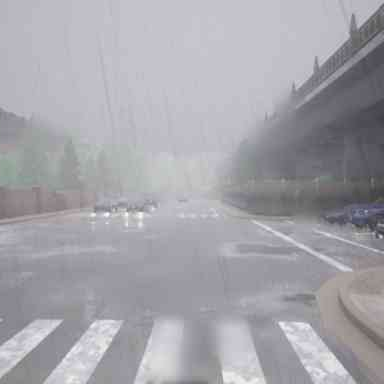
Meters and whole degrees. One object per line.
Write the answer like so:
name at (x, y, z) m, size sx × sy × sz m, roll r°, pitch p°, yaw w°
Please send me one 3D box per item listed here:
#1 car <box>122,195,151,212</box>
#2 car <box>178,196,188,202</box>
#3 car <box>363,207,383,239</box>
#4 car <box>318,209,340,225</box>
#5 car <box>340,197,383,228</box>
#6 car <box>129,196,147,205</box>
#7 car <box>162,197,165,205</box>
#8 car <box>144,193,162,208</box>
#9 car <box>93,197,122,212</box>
car at (-6.255, 1.472, 38.225) m, size 1.837 × 1.490 × 4.892 m, roll 0°, pitch 0°, yaw 1°
car at (-1.962, 1.495, 71.450) m, size 1.994 × 1.385 × 4.181 m, roll 0°, pitch 0°, yaw 1°
car at (9.572, 1.480, 12.549) m, size 4.902 × 1.511 × 2.128 m, roll 0°, pitch 0°, yaw 1°
car at (11.679, 1.527, 23.076) m, size 5.357 × 1.411 × 2.033 m, roll 0°, pitch 0°, yaw 1°
car at (12.134, 1.205, 19.573) m, size 5.566 × 2.045 × 2.150 m, roll 0°, pitch 0°, yaw 1°
car at (-9.317, 1.498, 57.526) m, size 2.033 × 1.411 × 5.357 m, roll 0°, pitch 0°, yaw 2°
car at (-5.801, 1.514, 58.050) m, size 1.994 × 1.385 × 4.181 m, roll 0°, pitch 0°, yaw 2°
car at (-6.052, 1.180, 48.078) m, size 2.150 × 2.045 × 5.566 m, roll 0°, pitch 0°, yaw 1°
car at (-9.762, 1.473, 37.922) m, size 1.837 × 1.490 × 4.892 m, roll 0°, pitch 0°, yaw 1°
